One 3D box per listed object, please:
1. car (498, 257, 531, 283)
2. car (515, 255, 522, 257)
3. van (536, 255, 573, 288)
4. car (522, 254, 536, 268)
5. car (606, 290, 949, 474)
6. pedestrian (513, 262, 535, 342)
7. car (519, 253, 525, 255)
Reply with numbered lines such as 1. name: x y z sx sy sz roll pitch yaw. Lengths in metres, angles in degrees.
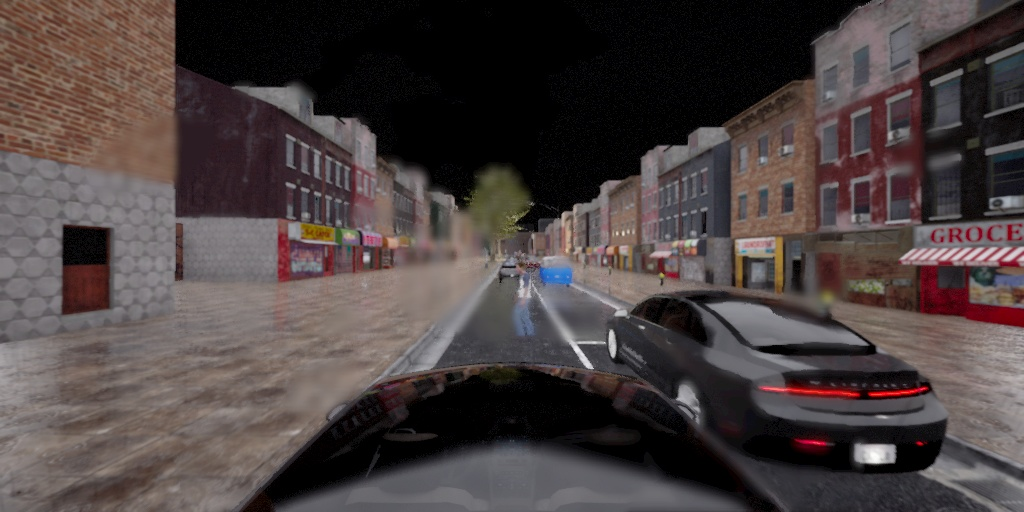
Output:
1. car: 0.030 1.055 25.865 2.128 1.511 4.902 0 1 0
2. car: 0.005 0.919 44.646 2.033 1.411 5.357 0 1 0
3. van: 2.598 0.941 21.701 1.690 1.789 3.998 0 0 0
4. car: 2.551 0.821 43.869 1.967 1.591 4.097 0 0 0
5. car: 2.744 1.233 5.135 1.837 1.490 4.892 0 0 0
6. pedestrian: 0.266 1.001 8.080 0.375 1.860 0.375 0 0 0
7. car: 2.539 0.633 49.410 2.192 1.841 5.009 0 0 0
